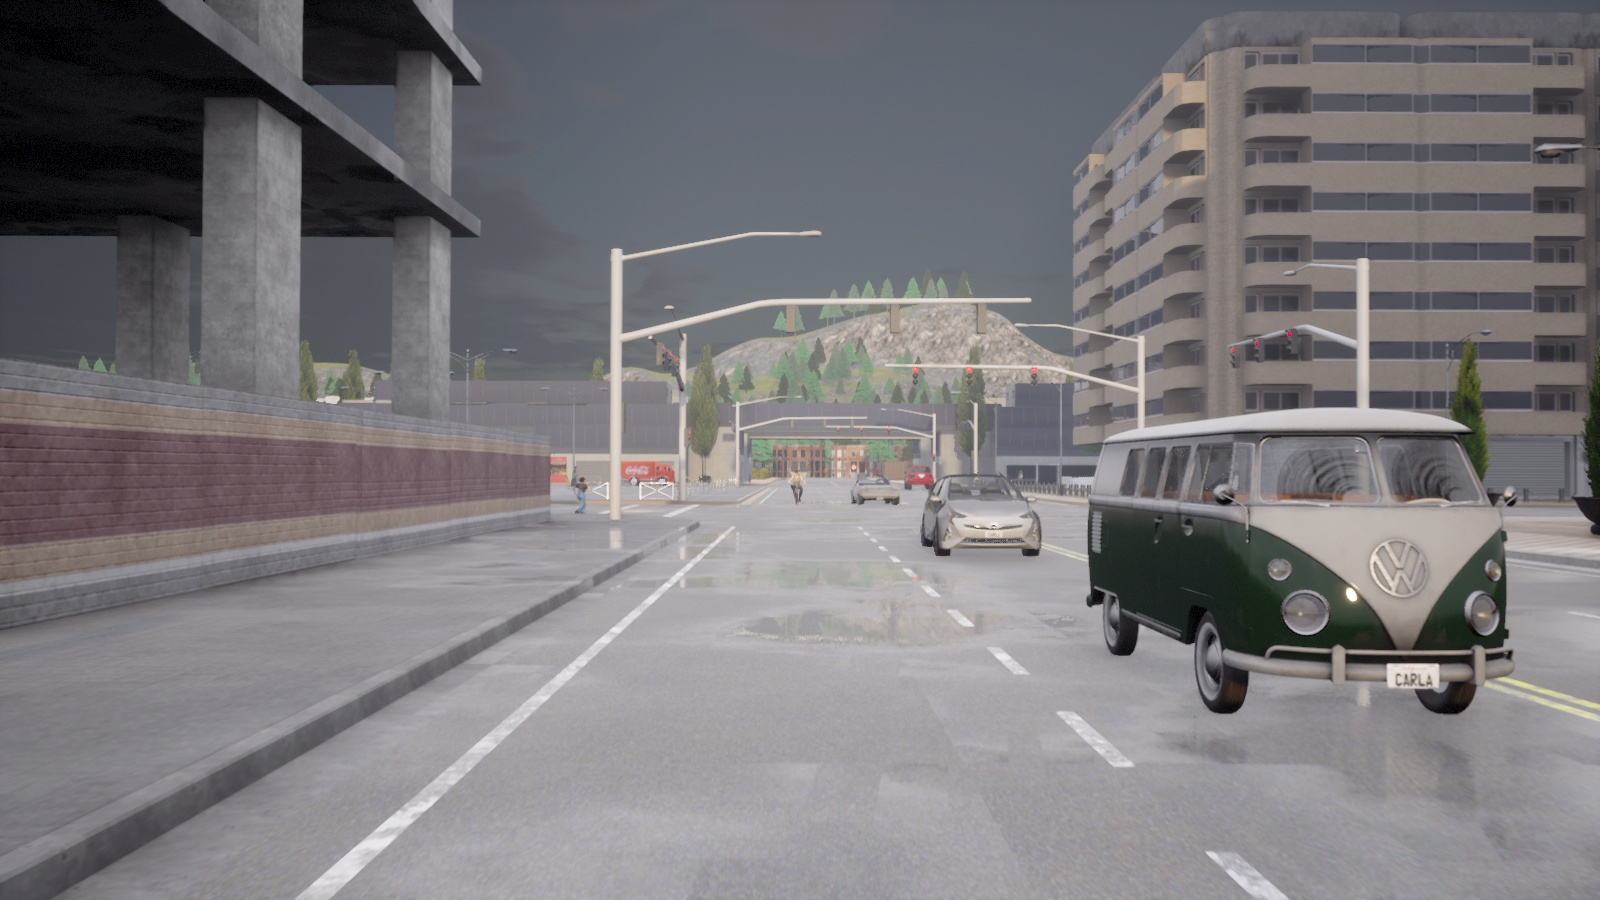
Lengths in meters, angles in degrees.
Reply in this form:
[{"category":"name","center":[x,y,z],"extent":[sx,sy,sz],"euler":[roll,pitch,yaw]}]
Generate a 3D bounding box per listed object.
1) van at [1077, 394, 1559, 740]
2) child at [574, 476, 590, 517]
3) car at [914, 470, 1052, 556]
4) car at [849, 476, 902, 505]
[{"category":"van","center":[3.476,0.709,9.469],"extent":[1.775,1.987,4.442],"euler":[0,-1,0]},{"category":"child","center":[-6.897,1.467,39.744],"extent":[0.270,1.263,0.437],"euler":[-1,-1,32]},{"category":"car","center":[3.439,1.152,24.453],"extent":[2.007,1.525,4.514],"euler":[0,-1,0]},{"category":"car","center":[3.496,1.863,58.629],"extent":[1.895,1.301,4.718],"euler":[0,-1,-4]}]
